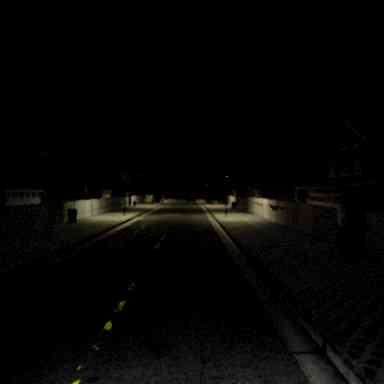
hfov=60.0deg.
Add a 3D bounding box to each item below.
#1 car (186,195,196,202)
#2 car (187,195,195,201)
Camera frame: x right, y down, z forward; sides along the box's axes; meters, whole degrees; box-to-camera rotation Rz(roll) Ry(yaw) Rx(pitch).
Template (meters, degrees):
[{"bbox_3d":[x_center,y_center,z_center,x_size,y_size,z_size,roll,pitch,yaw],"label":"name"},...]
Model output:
[{"bbox_3d":[-0.145,1.368,68.683,2.033,1.411,5.357,0,0,0],"label":"car"},{"bbox_3d":[-0.168,1.349,79.133,1.895,1.301,4.718,0,0,0],"label":"car"}]
